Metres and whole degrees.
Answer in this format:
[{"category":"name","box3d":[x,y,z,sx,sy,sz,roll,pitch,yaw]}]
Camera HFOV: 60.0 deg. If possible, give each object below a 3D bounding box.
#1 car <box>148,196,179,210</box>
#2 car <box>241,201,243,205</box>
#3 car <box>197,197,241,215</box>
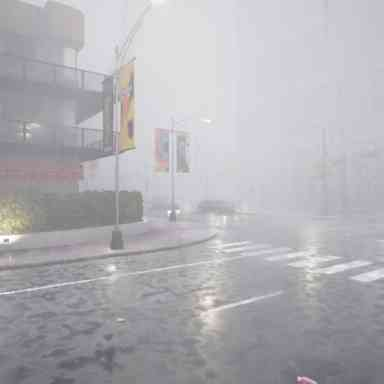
[{"category":"car","box3d":[-3.391,1.564,42.080,1.994,1.385,4.181,0,0,-35]},{"category":"car","box3d":[5.545,1.526,49.586,1.812,1.442,4.674,0,0,-35]},{"category":"car","box3d":[2.388,1.505,33.814,1.837,1.490,4.892,0,0,-35]}]
